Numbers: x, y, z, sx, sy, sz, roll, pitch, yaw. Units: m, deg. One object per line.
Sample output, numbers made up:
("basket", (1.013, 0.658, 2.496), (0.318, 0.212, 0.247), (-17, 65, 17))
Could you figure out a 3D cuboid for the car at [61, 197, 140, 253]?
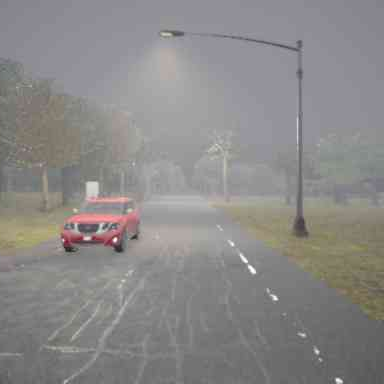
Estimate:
("car", (-3.593, 1.249, 14.181), (2.150, 2.045, 5.566), (0, 0, 0))
